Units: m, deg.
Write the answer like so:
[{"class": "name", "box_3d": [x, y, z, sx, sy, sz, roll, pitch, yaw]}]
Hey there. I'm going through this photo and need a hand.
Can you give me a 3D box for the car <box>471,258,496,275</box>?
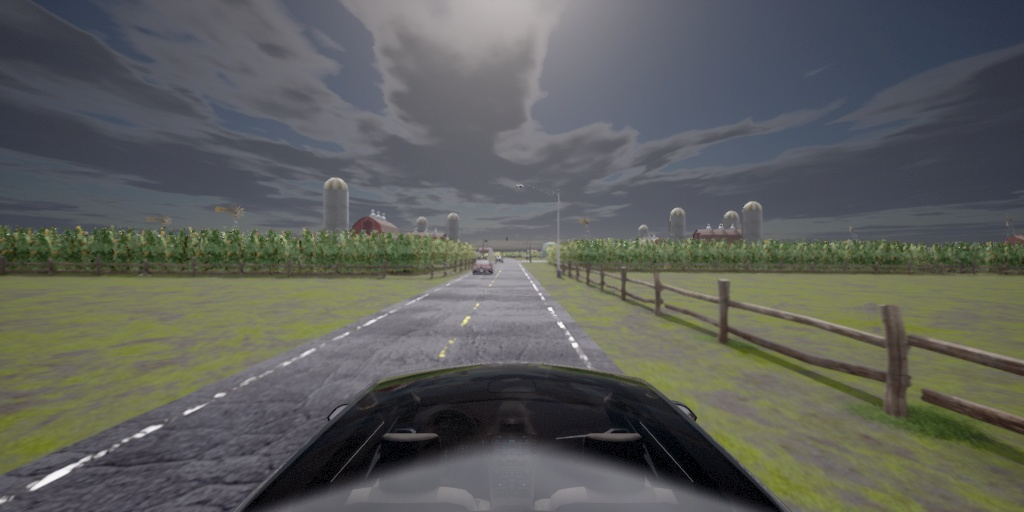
[{"class": "car", "box_3d": [-2.820, 1.040, 35.298, 1.812, 1.442, 4.674, 0, 0, 0]}]
